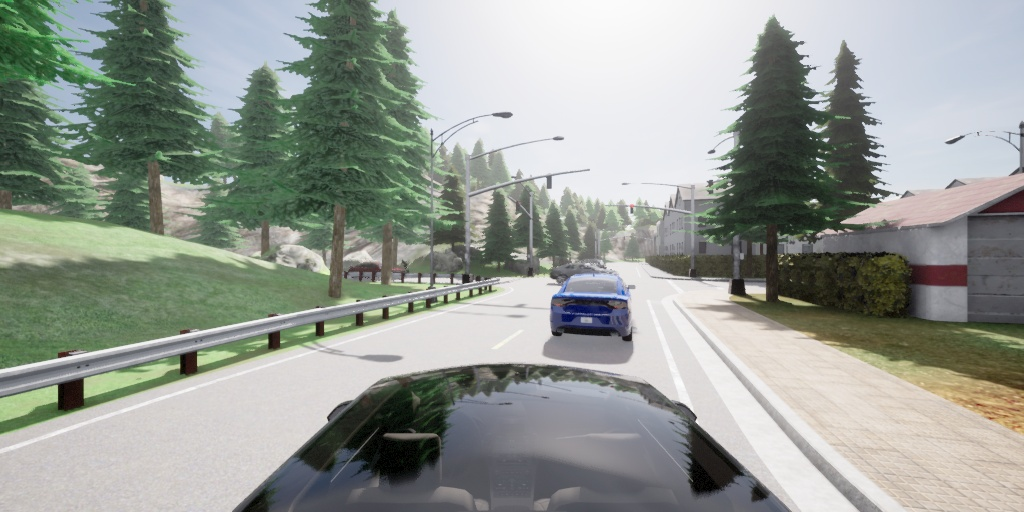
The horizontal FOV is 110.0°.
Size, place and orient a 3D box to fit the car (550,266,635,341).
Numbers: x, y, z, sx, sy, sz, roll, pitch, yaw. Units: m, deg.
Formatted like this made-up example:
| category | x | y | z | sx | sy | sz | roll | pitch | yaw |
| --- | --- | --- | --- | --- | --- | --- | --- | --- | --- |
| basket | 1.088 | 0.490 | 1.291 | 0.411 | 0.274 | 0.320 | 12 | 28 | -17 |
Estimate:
| category | x | y | z | sx | sy | sz | roll | pitch | yaw |
| --- | --- | --- | --- | --- | --- | --- | --- | --- | --- |
| car | 2.372 | 1.228 | 10.062 | 1.882 | 1.535 | 5.008 | 0 | 0 | 18 |

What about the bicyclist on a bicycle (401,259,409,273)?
| category | x | y | z | sx | sy | sz | roll | pitch | yaw |
| --- | --- | --- | --- | --- | --- | --- | --- | --- | --- |
| bicyclist on a bicycle | -11.447 | 1.167 | 38.035 | 0.582 | 1.620 | 1.656 | -2 | 5 | 18 |

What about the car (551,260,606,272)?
| category | x | y | z | sx | sy | sz | roll | pitch | yaw |
| --- | --- | --- | --- | --- | --- | --- | --- | --- | --- |
| car | 5.099 | 1.249 | 25.201 | 4.902 | 1.511 | 2.128 | 0 | 0 | 18 |

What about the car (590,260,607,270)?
| category | x | y | z | sx | sy | sz | roll | pitch | yaw |
| --- | --- | --- | --- | --- | --- | --- | --- | --- | --- |
| car | 12.772 | 1.297 | 52.735 | 2.033 | 1.411 | 5.357 | 0 | 0 | 19 |

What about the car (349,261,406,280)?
| category | x | y | z | sx | sy | sz | roll | pitch | yaw |
| --- | --- | --- | --- | --- | --- | --- | --- | --- | --- |
| car | -11.448 | 1.243 | 30.617 | 5.008 | 1.535 | 1.882 | 1 | 0 | 18 |
